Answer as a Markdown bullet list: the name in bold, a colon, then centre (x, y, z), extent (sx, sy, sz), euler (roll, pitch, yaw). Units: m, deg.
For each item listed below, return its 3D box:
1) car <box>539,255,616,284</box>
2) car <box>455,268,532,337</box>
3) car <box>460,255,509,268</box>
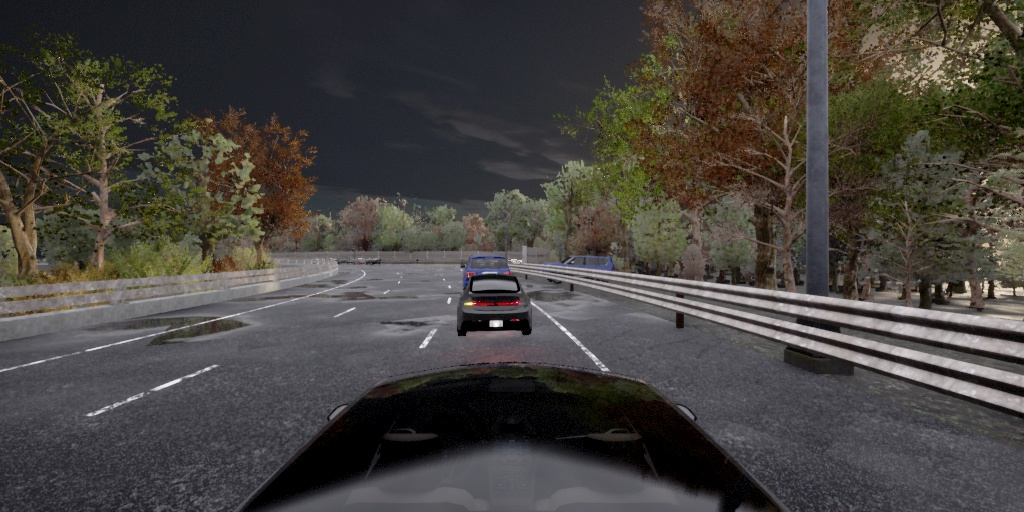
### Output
- **car**: centre (4.821, 0.953, 26.167), extent (5.566, 2.045, 2.150), euler (3, 1, -9)
- **car**: centre (-0.563, 1.255, 10.373), extent (1.837, 1.490, 4.892), euler (0, 0, -5)
- **car**: centre (-1.336, 0.971, 17.851), extent (2.150, 2.045, 5.566), euler (0, 0, -8)
